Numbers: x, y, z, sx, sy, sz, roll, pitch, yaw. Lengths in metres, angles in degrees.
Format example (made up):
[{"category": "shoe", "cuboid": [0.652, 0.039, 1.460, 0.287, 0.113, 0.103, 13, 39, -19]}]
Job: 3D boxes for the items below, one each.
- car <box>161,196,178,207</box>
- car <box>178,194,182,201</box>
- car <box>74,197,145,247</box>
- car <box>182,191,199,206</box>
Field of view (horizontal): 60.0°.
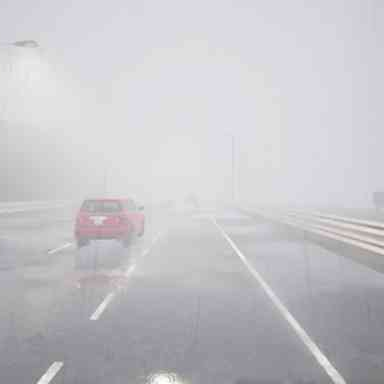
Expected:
[{"category": "car", "cuboid": [-3.635, 1.659, 50.769, 1.895, 1.301, 4.718, 0, 0, 0]}, {"category": "car", "cuboid": [-3.890, 1.661, 87.192, 1.812, 1.442, 4.674, 0, 0, -1]}, {"category": "car", "cuboid": [-3.513, 1.229, 15.137, 2.150, 2.045, 5.566, 0, 0, 0]}, {"category": "car", "cuboid": [-0.055, 1.287, 55.134, 2.150, 2.045, 5.566, 0, 0, 0]}]
